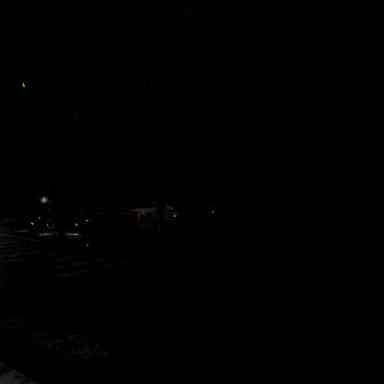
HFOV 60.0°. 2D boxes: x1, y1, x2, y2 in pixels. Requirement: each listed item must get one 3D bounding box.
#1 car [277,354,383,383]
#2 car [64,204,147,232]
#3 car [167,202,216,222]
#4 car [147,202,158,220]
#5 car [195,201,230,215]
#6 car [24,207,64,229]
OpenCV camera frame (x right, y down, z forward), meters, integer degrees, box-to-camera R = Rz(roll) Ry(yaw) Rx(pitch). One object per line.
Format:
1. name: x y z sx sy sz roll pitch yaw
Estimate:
1. car: 2.408 1.545 1.243 4.507 1.381 1.887 0 1 35
2. car: -5.328 1.632 21.139 1.812 1.442 4.674 1 0 35
3. car: 0.023 1.677 28.706 2.128 1.511 4.902 1 0 35
4. car: -3.406 1.653 29.486 1.812 1.442 4.674 1 0 35
5. car: 2.348 1.777 37.596 1.994 1.385 4.181 1 0 36
6. car: -8.542 1.652 22.229 1.895 1.301 4.718 1 0 35
